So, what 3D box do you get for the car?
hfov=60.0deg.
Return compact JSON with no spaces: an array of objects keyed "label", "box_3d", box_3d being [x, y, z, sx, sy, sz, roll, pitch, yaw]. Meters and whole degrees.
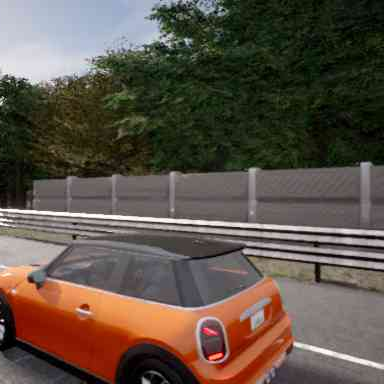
[{"label":"car","box_3d":[-1.039,1.364,4.736,4.553,1.767,2.097,0,0,36]}]
